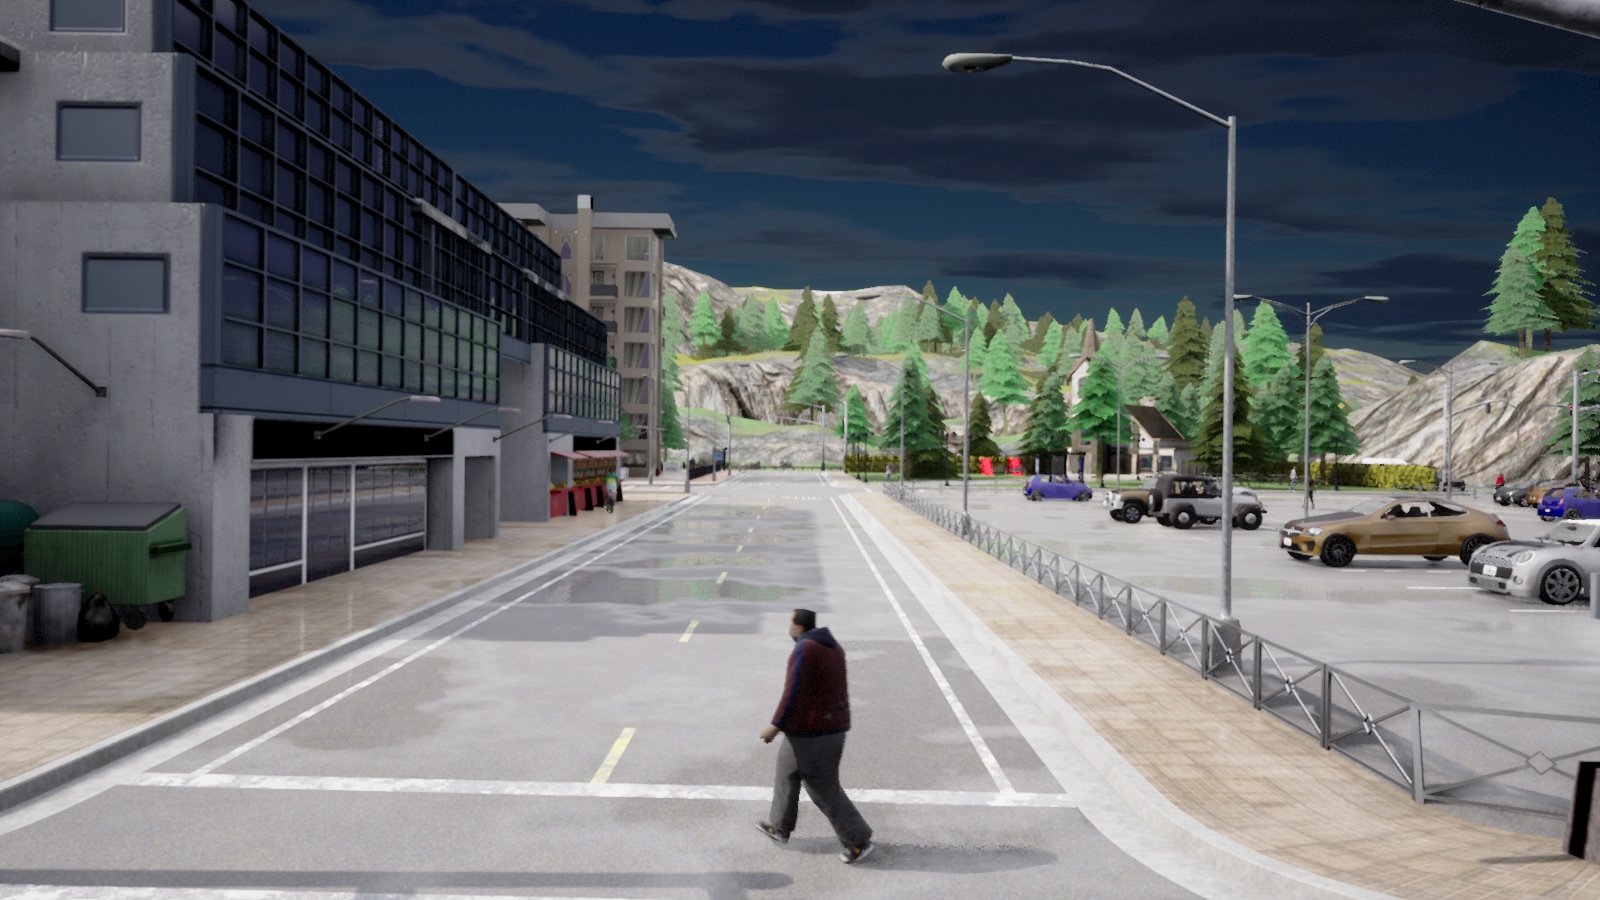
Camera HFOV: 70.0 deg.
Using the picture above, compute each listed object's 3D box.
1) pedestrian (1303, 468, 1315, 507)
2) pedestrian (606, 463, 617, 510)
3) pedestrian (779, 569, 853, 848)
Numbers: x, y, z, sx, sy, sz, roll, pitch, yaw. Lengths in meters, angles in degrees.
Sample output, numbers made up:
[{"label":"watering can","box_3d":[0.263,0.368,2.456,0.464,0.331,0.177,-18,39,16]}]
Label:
[{"label":"pedestrian","box_3d":[24.663,1.827,55.349,0.375,1.860,0.375,1,0,-7]},{"label":"pedestrian","box_3d":[-7.567,1.469,45.818,0.375,1.860,0.375,1,0,-2]},{"label":"pedestrian","box_3d":[0.116,1.805,8.105,0.375,1.860,0.375,1,0,26]}]
